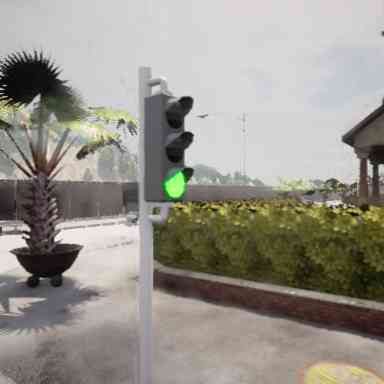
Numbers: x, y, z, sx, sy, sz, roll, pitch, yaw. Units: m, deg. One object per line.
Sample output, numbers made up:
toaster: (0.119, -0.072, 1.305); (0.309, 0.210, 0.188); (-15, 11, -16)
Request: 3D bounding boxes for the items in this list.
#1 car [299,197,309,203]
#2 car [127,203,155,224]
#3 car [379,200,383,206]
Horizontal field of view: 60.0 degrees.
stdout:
car: (12.477, 1.409, 39.019); (2.097, 1.767, 4.553); (0, 0, 36)
car: (-2.697, 1.582, 24.991); (1.837, 1.490, 4.892); (0, 0, 36)
car: (10.823, 1.183, 18.697); (3.633, 1.501, 1.845); (0, 0, 33)
